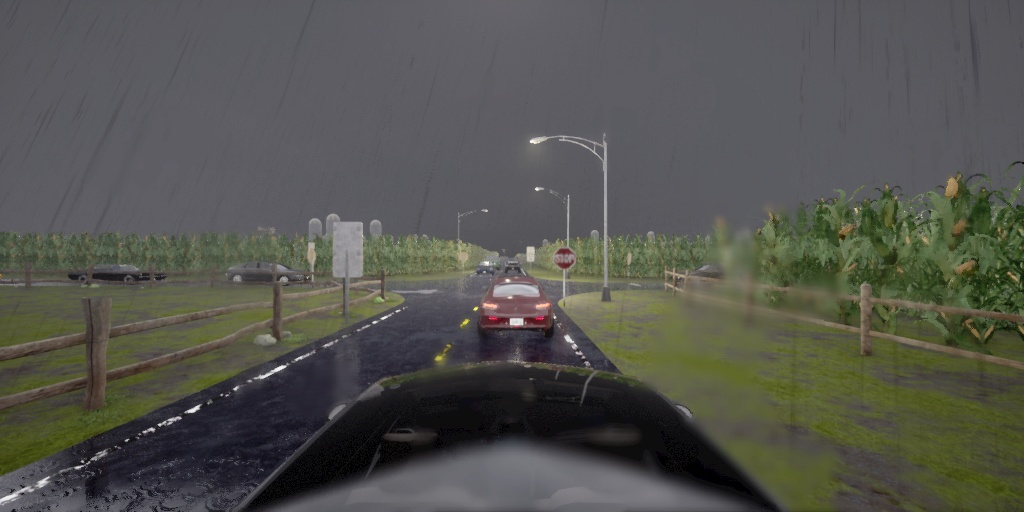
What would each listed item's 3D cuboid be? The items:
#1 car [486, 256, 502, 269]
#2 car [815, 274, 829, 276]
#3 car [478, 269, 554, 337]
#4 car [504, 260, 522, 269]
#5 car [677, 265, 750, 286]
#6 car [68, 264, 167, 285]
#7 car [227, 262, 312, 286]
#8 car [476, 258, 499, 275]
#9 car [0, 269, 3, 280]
[{"bbox_3d":[-2.811,0.955,51.030,2.150,2.045,5.566,0,0,0],"label":"car"},{"bbox_3d":[25.125,1.161,25.785,5.566,2.045,2.150,0,-1,1],"label":"car"},{"bbox_3d":[0.101,1.276,10.154,1.812,1.442,4.674,0,0,0],"label":"car"},{"bbox_3d":[0.117,1.242,44.639,1.837,1.490,4.892,0,0,0],"label":"car"},{"bbox_3d":[14.462,1.371,25.892,4.892,1.490,1.837,0,-1,1],"label":"car"},{"bbox_3d":[-25.533,1.197,23.353,4.718,1.301,1.895,0,-1,0],"label":"car"},{"bbox_3d":[-15.656,1.155,23.252,4.892,1.490,1.837,0,-1,1],"label":"car"},{"bbox_3d":[-2.827,1.288,39.639,2.033,1.411,5.357,0,0,0],"label":"car"},{"bbox_3d":[-36.683,1.018,23.480,5.008,1.535,1.882,0,-1,1],"label":"car"}]
